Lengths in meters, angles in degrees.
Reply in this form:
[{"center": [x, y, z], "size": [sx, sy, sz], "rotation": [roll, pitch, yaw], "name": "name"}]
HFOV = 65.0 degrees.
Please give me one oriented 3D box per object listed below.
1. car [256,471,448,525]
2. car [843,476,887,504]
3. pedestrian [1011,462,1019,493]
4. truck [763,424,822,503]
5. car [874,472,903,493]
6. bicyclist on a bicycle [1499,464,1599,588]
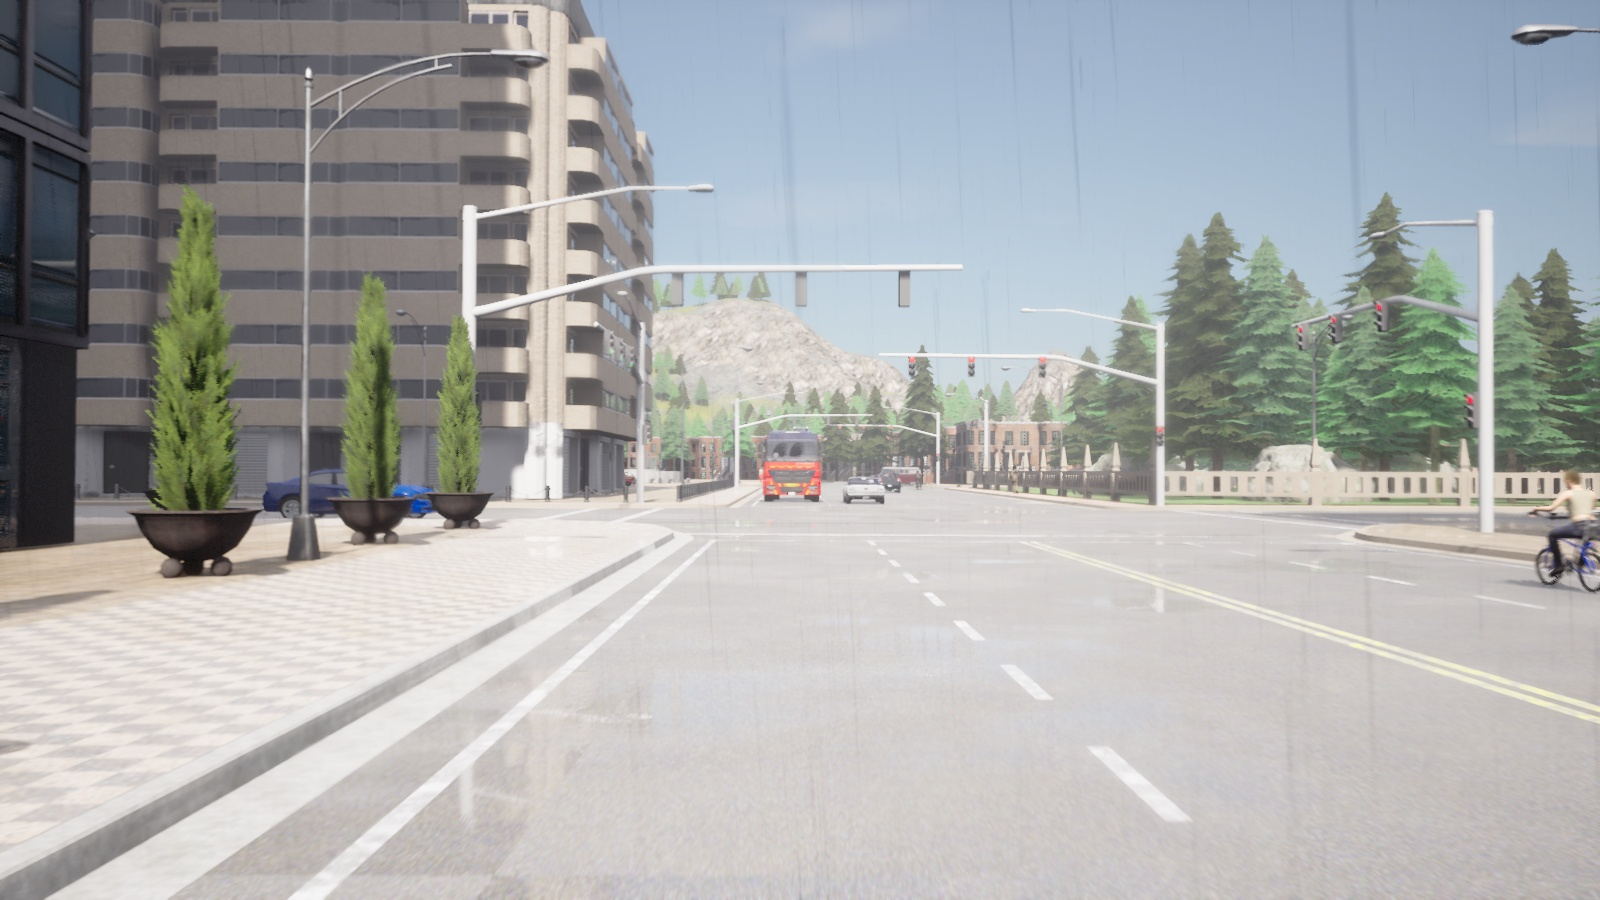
[{"center": [-13.192, 1.412, 37.196], "size": [5.008, 1.535, 1.882], "rotation": [0, -1, 0], "name": "car"}, {"center": [3.137, 1.934, 61.599], "size": [1.895, 1.301, 4.718], "rotation": [0, -1, 0], "name": "car"}, {"center": [13.852, 1.772, 80.904], "size": [0.396, 1.930, 0.692], "rotation": [0, -1, -2], "name": "pedestrian"}, {"center": [-0.389, 0.746, 65.362], "size": [2.891, 3.827, 8.468], "rotation": [0, -1, 0], "name": "truck"}, {"center": [6.461, 2.343, 91.992], "size": [1.845, 1.501, 3.633], "rotation": [0, -1, 0], "name": "car"}, {"center": [10.390, 0.996, 17.103], "size": [0.866, 1.612, 1.509], "rotation": [0, -1, 0], "name": "bicyclist on a bicycle"}]
